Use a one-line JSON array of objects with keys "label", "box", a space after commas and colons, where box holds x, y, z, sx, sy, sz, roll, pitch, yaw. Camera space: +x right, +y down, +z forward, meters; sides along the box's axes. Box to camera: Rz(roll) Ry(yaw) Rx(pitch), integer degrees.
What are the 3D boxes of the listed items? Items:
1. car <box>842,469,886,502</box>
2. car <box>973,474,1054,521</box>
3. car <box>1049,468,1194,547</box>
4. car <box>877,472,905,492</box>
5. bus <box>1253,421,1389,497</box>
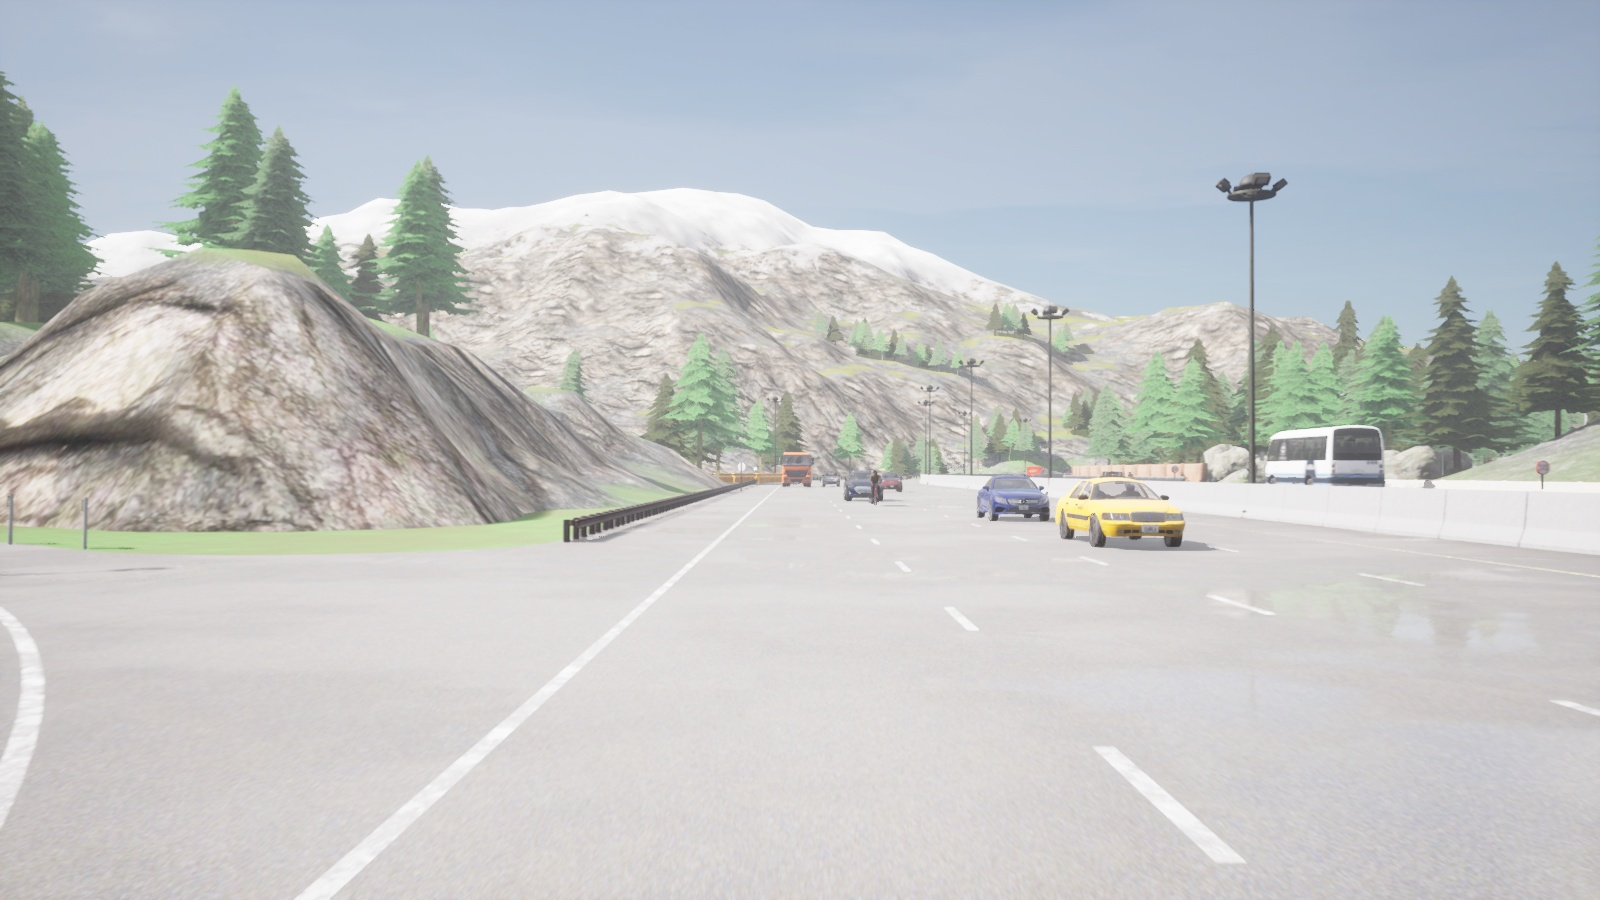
[{"label": "car", "box": [3.343, 1.840, 66.260, 2.033, 1.649, 4.856, 0, -1, 0]}, {"label": "car", "box": [6.894, 1.498, 40.953, 1.812, 1.442, 4.674, 0, -1, 0]}, {"label": "car", "box": [6.933, 1.190, 27.697, 1.801, 1.575, 5.366, 0, -1, 0]}, {"label": "car", "box": [6.773, 2.373, 93.820, 1.845, 1.501, 3.633, 0, -1, 0]}, {"label": "bus", "box": [31.311, 0.587, 76.111, 3.944, 4.253, 10.273, 0, -1, 0]}]
